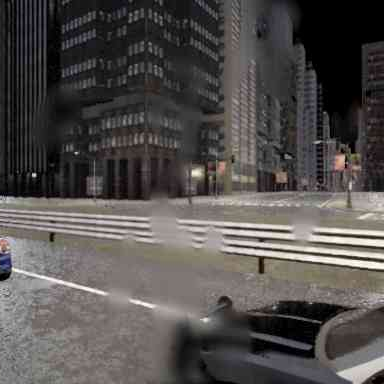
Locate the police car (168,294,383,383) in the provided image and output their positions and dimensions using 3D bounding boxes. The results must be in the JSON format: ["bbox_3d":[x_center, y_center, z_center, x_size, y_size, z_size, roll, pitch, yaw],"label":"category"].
[{"bbox_3d":[2.124,1.424,2.354,5.238,1.638,1.930,0,0,35],"label":"police car"}]

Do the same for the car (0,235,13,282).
[{"bbox_3d":[-6.688,1.383,8.651,4.553,1.767,2.097,0,0,36],"label":"car"}]
